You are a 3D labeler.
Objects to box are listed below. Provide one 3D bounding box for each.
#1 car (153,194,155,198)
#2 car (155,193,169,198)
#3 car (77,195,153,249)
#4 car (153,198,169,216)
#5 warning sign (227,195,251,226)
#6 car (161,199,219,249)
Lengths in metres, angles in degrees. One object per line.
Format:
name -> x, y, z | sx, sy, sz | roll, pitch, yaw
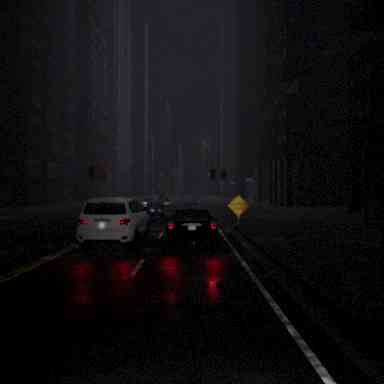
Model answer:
car -> -9.751, 1.445, 75.913 | 1.812, 1.442, 4.674 | 0, 0, 0
car -> -6.500, 1.146, 75.883 | 2.150, 2.045, 5.566 | 0, 0, 0
car -> -3.250, 1.258, 14.680 | 2.150, 2.045, 5.566 | 0, 0, 0
car -> -3.250, 1.567, 29.650 | 2.033, 1.411, 5.357 | 0, 0, 0
warning sign -> 2.851, 1.116, 20.359 | 1.300, 1.860, 1.060 | 0, 0, 0
car -> 0.000, 1.367, 14.620 | 2.097, 1.767, 4.553 | 0, 0, 0
